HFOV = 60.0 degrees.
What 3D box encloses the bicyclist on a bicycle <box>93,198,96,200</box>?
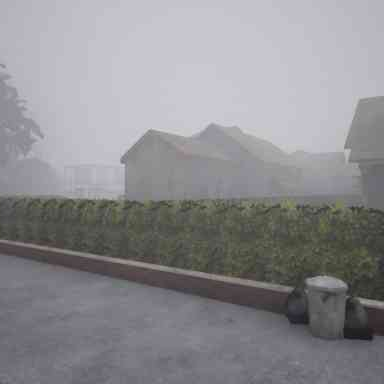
[{"bbox_3d":[-8.795,1.349,30.383,1.656,1.620,0.582,0,0,35],"label":"bicyclist on a bicycle"}]
